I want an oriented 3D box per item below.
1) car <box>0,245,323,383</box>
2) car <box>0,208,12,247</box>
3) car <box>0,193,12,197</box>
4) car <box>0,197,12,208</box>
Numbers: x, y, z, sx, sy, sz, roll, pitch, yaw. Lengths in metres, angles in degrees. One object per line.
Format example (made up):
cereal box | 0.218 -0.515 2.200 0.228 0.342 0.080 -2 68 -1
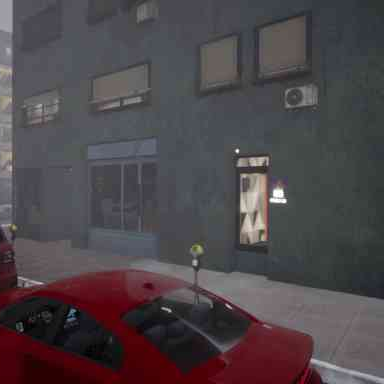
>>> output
car | -1.009 1.544 3.565 4.507 1.381 1.887 0 0 35
car | -5.537 1.314 6.736 5.009 1.841 2.192 0 0 35
car | -18.557 1.032 31.827 2.192 1.841 5.009 2 2 35
car | -17.657 1.369 28.592 1.895 1.301 4.718 1 1 34
